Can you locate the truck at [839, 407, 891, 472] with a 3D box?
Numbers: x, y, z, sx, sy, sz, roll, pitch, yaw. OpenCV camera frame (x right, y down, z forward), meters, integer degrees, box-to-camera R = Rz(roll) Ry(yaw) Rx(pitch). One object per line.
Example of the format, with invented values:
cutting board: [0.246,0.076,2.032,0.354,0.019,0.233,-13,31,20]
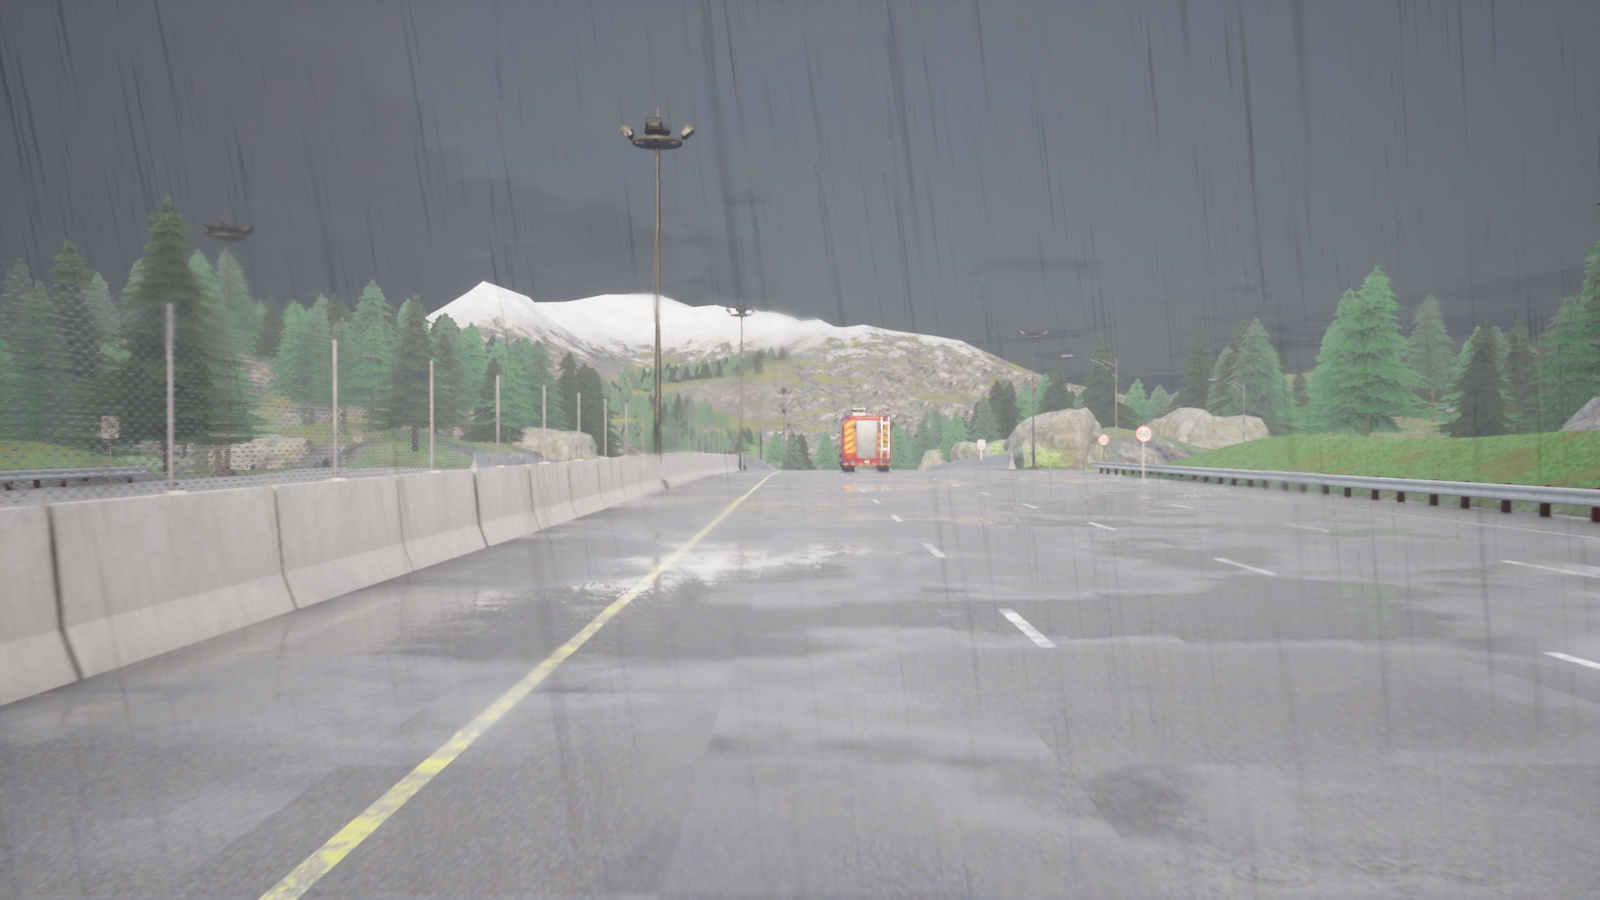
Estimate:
truck: [3.961,-0.603,78.240,2.891,3.827,8.468,0,0,0]
